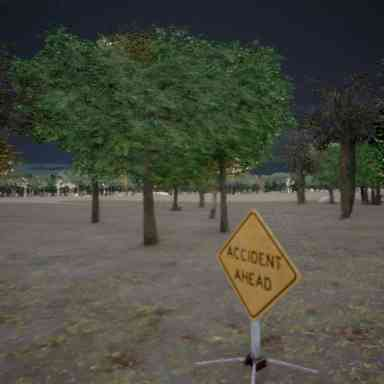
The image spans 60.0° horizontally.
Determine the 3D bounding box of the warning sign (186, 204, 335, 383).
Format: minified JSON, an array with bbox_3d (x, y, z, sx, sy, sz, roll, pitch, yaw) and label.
[{"bbox_3d":[0.730,1.113,3.813,1.060,1.860,1.300,-1,1,-35],"label":"warning sign"}]
